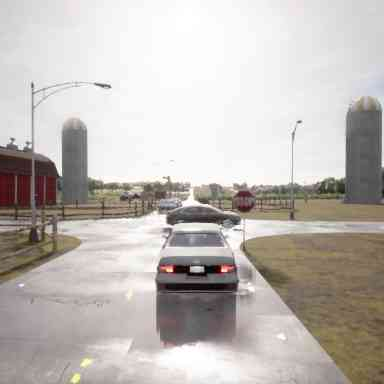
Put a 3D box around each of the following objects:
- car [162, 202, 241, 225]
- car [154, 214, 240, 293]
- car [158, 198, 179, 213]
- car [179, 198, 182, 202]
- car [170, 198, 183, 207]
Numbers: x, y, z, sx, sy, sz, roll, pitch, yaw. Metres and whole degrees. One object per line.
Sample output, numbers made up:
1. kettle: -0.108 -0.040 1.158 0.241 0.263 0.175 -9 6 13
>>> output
1. car: 0.734 1.591 21.532 4.892 1.490 1.837 0 0 0
2. car: 0.102 1.554 8.977 2.033 1.411 5.357 0 0 0
3. car: -2.845 1.635 38.778 1.882 1.535 5.008 0 0 0
4. car: -2.835 1.718 49.219 2.128 1.511 4.902 0 0 0
5. car: -2.811 1.826 60.248 2.128 1.511 4.902 0 -1 0
